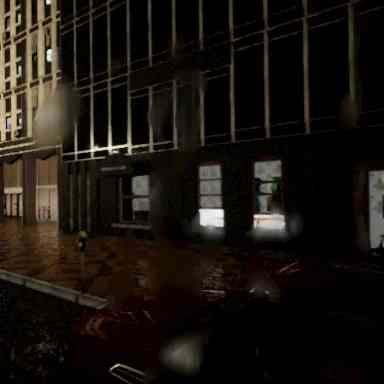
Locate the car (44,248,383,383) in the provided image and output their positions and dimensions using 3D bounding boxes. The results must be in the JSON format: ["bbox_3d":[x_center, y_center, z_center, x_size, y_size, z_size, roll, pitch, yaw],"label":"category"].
[{"bbox_3d":[1.207,1.315,2.037,5.009,1.841,2.192,0,-1,36],"label":"car"}]
